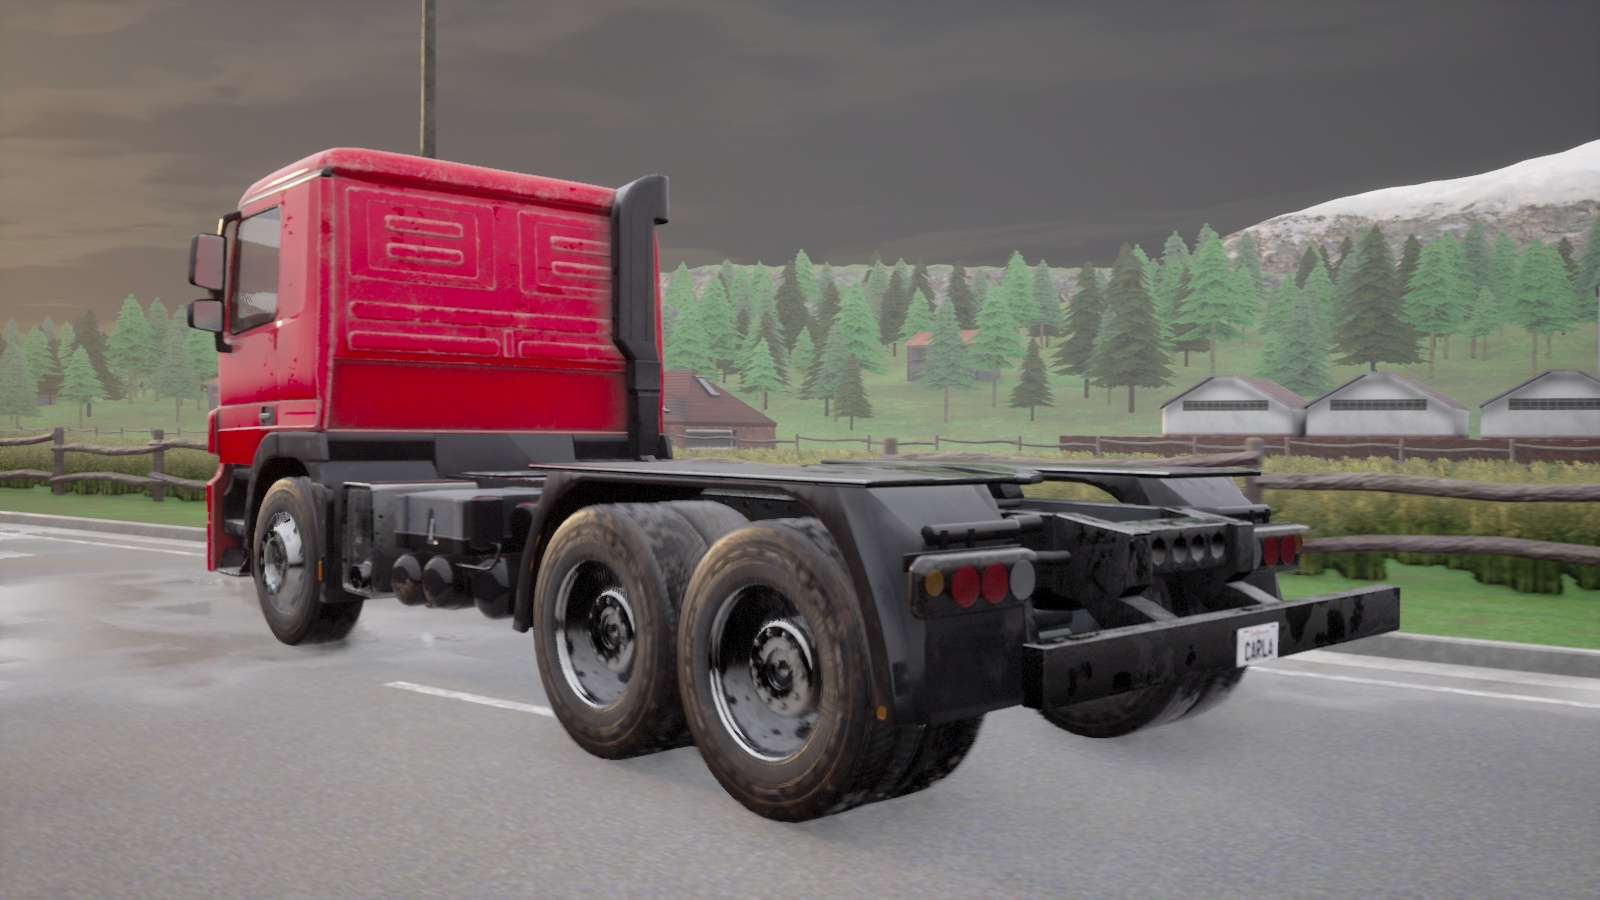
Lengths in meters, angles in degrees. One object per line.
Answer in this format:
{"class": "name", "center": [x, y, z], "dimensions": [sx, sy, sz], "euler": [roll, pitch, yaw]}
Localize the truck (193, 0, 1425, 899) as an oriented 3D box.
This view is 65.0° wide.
{"class": "truck", "center": [-0.909, -0.347, 7.652], "dimensions": [2.891, 3.462, 7.936], "euler": [-1, 1, -42]}
